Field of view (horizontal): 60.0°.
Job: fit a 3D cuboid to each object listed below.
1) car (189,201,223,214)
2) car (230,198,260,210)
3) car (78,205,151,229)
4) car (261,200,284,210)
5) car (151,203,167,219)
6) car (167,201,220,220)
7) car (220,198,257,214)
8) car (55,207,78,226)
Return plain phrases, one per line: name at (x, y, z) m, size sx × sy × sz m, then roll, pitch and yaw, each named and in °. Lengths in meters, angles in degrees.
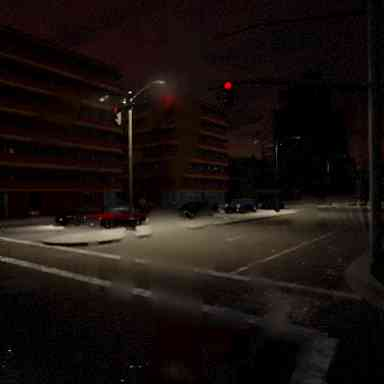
car at (1.653, 1.778, 38.865) m, size 1.994 × 1.385 × 4.181 m, roll -1°, pitch 0°, yaw 36°
car at (7.535, 1.712, 46.983) m, size 2.128 × 1.511 × 4.902 m, roll -1°, pitch 0°, yaw 36°
car at (-5.288, 1.773, 23.329) m, size 1.895 × 1.301 × 4.718 m, roll -1°, pitch 0°, yaw 32°
car at (11.220, 1.753, 46.099) m, size 1.994 × 1.385 × 4.181 m, roll -1°, pitch 0°, yaw 36°
car at (-3.239, 1.771, 32.085) m, size 1.994 × 1.385 × 4.181 m, roll -1°, pitch 0°, yaw 37°
car at (0.231, 1.653, 30.941) m, size 1.882 × 1.535 × 5.008 m, roll -1°, pitch 0°, yaw 36°
car at (5.540, 1.536, 38.279) m, size 2.097 × 1.767 × 4.553 m, roll -1°, pitch 0°, yaw 36°
car at (-8.176, 1.767, 25.278) m, size 1.994 × 1.385 × 4.181 m, roll -1°, pitch 0°, yaw 36°
